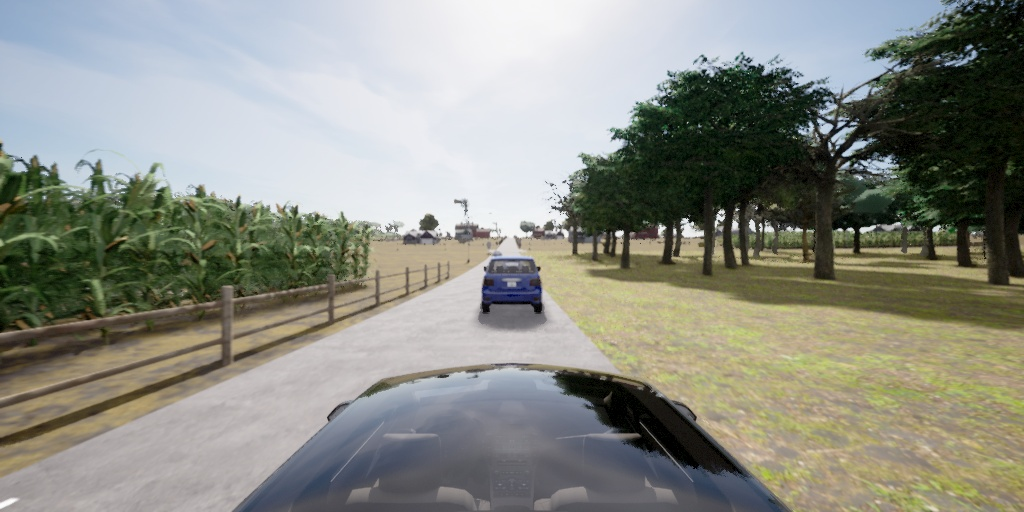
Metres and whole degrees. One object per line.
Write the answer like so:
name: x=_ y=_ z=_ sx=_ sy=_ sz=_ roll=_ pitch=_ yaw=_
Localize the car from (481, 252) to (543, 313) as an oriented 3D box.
car: x=0.005 y=0.994 z=14.337 sx=2.150 sy=2.045 sz=5.566 roll=0 pitch=1 yaw=0
